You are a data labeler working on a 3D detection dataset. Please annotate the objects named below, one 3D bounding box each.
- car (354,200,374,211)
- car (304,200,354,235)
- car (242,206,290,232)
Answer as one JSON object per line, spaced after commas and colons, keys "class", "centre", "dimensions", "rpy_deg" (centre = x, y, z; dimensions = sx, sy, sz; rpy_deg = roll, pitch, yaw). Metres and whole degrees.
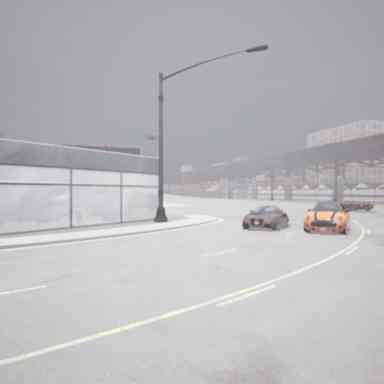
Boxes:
{"class": "car", "centre": [19.245, 1.591, 39.655], "dimensions": [1.895, 1.301, 4.718], "rpy_deg": [0, 0, -9]}
{"class": "car", "centre": [7.832, 1.347, 19.050], "dimensions": [2.097, 1.767, 4.553], "rpy_deg": [0, 0, 29]}
{"class": "car", "centre": [4.621, 1.560, 20.459], "dimensions": [1.994, 1.385, 4.181], "rpy_deg": [0, 0, 30]}
